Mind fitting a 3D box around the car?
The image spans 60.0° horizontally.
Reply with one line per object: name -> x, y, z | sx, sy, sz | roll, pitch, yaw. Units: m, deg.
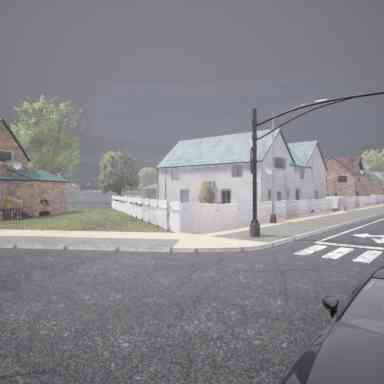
car -> 2.520, 1.524, 3.395 | 1.812, 1.442, 4.674 | 0, 0, 42
